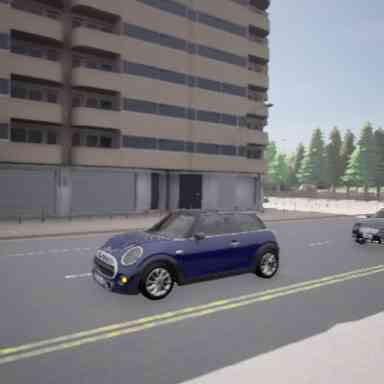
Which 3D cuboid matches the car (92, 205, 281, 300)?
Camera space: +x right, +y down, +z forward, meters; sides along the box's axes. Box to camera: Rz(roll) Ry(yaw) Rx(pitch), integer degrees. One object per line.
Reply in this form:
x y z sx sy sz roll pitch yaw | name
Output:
-0.012 1.220 8.119 4.553 1.767 2.097 0 1 -33 | car

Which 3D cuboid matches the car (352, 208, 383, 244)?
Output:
8.580 1.365 13.665 4.902 1.511 2.128 0 1 -33 | car
